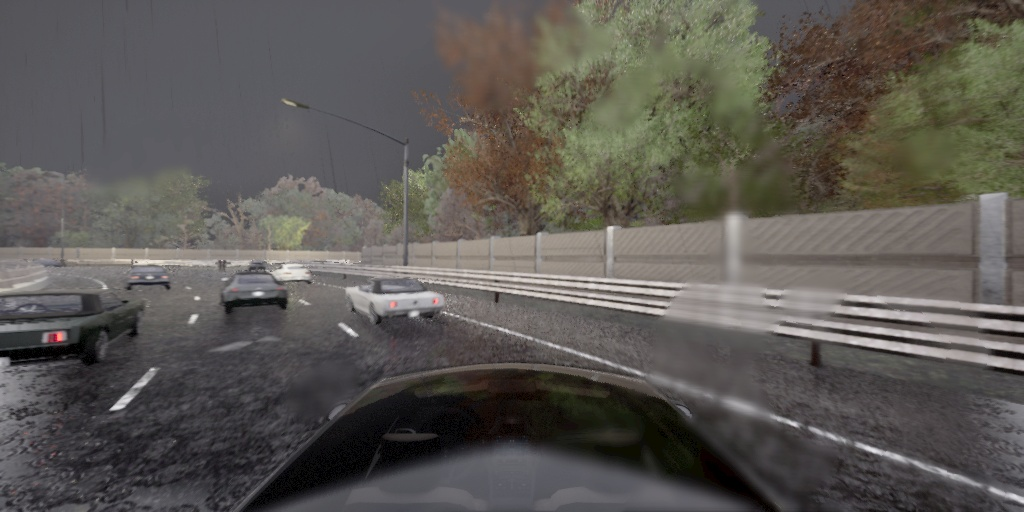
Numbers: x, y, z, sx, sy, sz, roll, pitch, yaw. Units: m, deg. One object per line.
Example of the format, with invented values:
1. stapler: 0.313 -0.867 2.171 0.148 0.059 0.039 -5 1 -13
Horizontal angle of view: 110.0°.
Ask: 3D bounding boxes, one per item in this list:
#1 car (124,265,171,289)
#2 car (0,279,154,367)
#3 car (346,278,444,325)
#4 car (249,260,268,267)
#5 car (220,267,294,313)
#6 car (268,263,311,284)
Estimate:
1. car: -22.118 1.253 21.792 5.357 1.411 2.033 0 0 43
2. car: -9.070 1.318 7.166 1.895 1.301 4.718 1 0 -36
3. car: -4.148 1.377 12.093 1.895 1.301 4.718 1 0 -37
4. car: -33.261 1.268 47.333 1.837 1.490 4.892 0 0 -27
5. car: -10.296 1.310 14.262 1.994 1.385 4.181 1 0 -40
6. car: -15.960 1.294 25.947 1.812 1.442 4.674 1 0 -43
